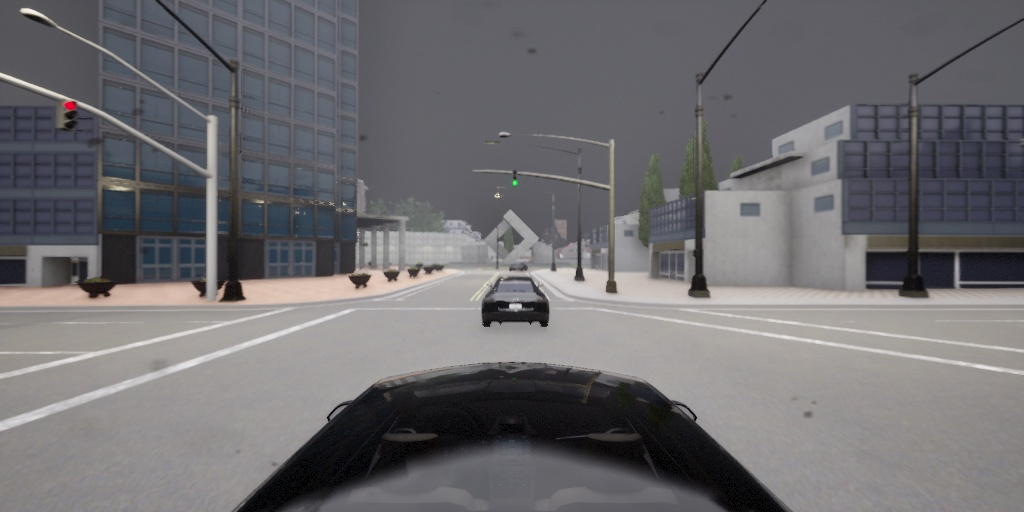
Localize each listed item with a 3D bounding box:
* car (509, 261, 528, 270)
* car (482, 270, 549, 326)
[{"bbox_3d":[0.990,1.449,50.550,1.994,1.385,4.181,0,0,14],"label":"car"},{"bbox_3d":[0.099,1.346,11.782,1.994,1.385,4.181,0,0,0],"label":"car"}]
